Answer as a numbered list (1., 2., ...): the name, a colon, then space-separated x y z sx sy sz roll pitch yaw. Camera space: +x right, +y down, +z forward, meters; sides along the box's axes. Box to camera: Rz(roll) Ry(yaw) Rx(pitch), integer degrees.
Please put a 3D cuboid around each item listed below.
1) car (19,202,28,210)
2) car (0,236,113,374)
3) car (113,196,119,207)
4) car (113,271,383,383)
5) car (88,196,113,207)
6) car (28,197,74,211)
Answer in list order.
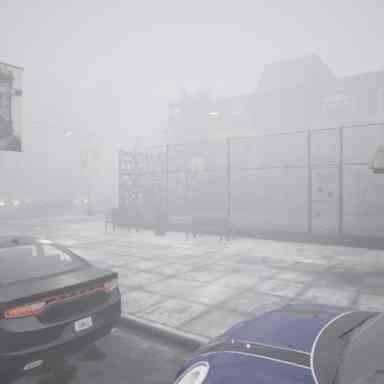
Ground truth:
1. car: -19.312 1.504 42.109 1.837 1.490 4.892 0 0 35
2. car: -3.359 1.480 5.532 5.008 1.535 2.097 0 0 35
3. car: -9.295 1.562 50.266 1.994 1.385 4.181 0 0 35
4. car: 1.951 1.354 1.912 4.553 1.767 2.185 0 0 35
5. car: -13.492 1.352 50.388 2.097 1.767 4.553 0 0 35
6. car: -16.597 1.352 39.881 2.097 1.767 4.553 0 0 35
